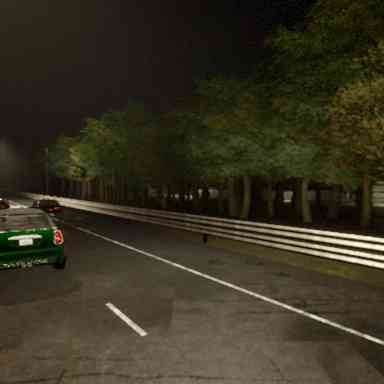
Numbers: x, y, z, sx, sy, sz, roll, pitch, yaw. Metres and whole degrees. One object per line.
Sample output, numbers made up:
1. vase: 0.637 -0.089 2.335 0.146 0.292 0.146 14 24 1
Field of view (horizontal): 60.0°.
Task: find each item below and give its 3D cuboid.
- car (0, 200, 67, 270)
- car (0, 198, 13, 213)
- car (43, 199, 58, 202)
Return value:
1. car: -5.372 1.278 10.156 2.097 1.767 4.553 -1 1 -34
2. car: -20.219 1.347 34.051 4.181 1.385 1.994 1 0 41
3. car: -10.903 1.317 24.732 1.837 1.490 4.892 -1 0 -34
